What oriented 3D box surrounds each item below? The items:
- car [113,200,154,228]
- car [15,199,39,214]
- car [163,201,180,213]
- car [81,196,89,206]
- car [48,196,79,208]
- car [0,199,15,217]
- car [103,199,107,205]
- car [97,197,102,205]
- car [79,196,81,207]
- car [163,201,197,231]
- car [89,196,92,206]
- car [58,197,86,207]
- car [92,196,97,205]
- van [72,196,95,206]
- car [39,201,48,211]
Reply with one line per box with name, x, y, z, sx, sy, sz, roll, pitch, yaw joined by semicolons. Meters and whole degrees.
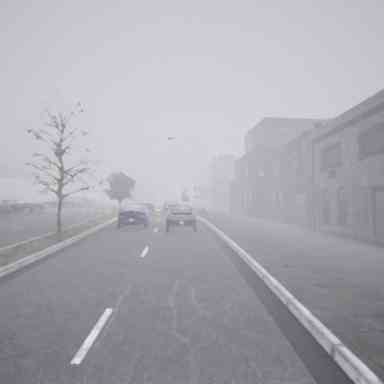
car;-3.818;1.531;22.455;1.882;1.535;5.008;0;0;-4
car;-19.015;1.544;34.647;5.008;1.535;2.097;0;0;-26
car;-2.576;1.775;41.152;1.895;1.301;4.718;0;-1;-6
car;-21.531;1.827;58.370;5.366;1.575;1.946;0;-1;-26
car;-21.015;1.723;52.368;5.008;1.535;2.097;0;-1;-26
car;-18.374;1.523;28.769;4.892;1.521;2.231;0;0;-25
car;-24.551;2.487;81.846;5.366;1.575;1.946;0;-2;-26
car;-23.402;1.950;73.054;5.566;2.045;2.435;0;-2;-26
car;-21.390;1.648;55.315;4.553;1.767;2.185;0;-1;-26
car;-0.713;1.550;21.003;2.128;1.511;4.902;0;0;-3
car;-22.370;2.001;64.192;4.674;1.452;2.002;0;-2;-26
car;-22.060;1.768;61.227;4.553;1.767;2.185;0;-1;-26
car;-22.683;1.785;67.175;5.566;2.045;2.435;0;-2;-26
van;-22.940;1.891;70.166;4.442;1.987;1.878;0;-2;-26
car;-19.346;1.559;37.591;5.008;1.535;2.097;0;0;-26
